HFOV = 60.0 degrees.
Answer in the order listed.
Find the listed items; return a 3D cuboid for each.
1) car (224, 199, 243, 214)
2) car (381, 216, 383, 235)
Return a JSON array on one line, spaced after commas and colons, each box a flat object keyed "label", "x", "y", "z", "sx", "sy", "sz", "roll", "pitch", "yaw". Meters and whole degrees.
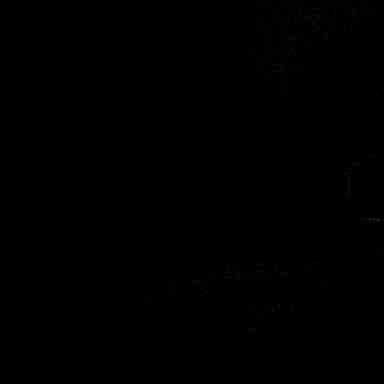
[{"label": "car", "x": 2.762, "y": 1.299, "z": 33.839, "sx": 4.553, "sy": 1.767, "sz": 2.097, "roll": 0, "pitch": 0, "yaw": 24}, {"label": "car", "x": 10.650, "y": 1.529, "z": 15.756, "sx": 1.812, "sy": 1.442, "sz": 4.674, "roll": 1, "pitch": 0, "yaw": 7}]
